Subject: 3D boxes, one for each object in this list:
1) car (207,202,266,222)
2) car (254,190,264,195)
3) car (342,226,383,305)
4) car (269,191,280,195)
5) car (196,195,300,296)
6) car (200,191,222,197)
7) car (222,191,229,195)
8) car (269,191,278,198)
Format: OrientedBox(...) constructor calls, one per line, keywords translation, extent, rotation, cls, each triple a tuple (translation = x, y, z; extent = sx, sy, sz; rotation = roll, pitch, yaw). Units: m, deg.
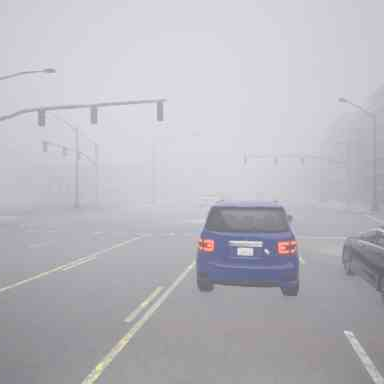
OrientedBox(translation=(3.455, 1.537, 26.083), extent=(4.181, 1.385, 1.994), rotation=(0, 0, -14), cls="car")
OrientedBox(translation=(15.302, 0.904, 75.471), extent=(1.994, 1.385, 4.181), rotation=(0, 1, 11), cls="car")
OrientedBox(translation=(4.784, 1.492, 7.407), extent=(2.128, 1.511, 4.902), rotation=(0, 0, 11), cls="car")
OrientedBox(translation=(18.773, 0.881, 74.973), extent=(2.128, 1.511, 4.902), rotation=(0, 1, 11), cls="car")
OrientedBox(translation=(1.517, 1.221, 8.930), extent=(2.150, 2.045, 5.566), rotation=(0, 0, 11), cls="car")
OrientedBox(translation=(2.515, 1.079, 47.481), extent=(2.150, 2.045, 5.566), rotation=(0, 1, 11), cls="car")
OrientedBox(translation=(4.547, 0.926, 57.667), extent=(2.150, 2.045, 5.566), rotation=(0, 1, 11), cls="car")
OrientedBox(translation=(20.757, 0.552, 84.975), extent=(2.097, 1.767, 4.553), rotation=(0, 1, 11), cls="car")
